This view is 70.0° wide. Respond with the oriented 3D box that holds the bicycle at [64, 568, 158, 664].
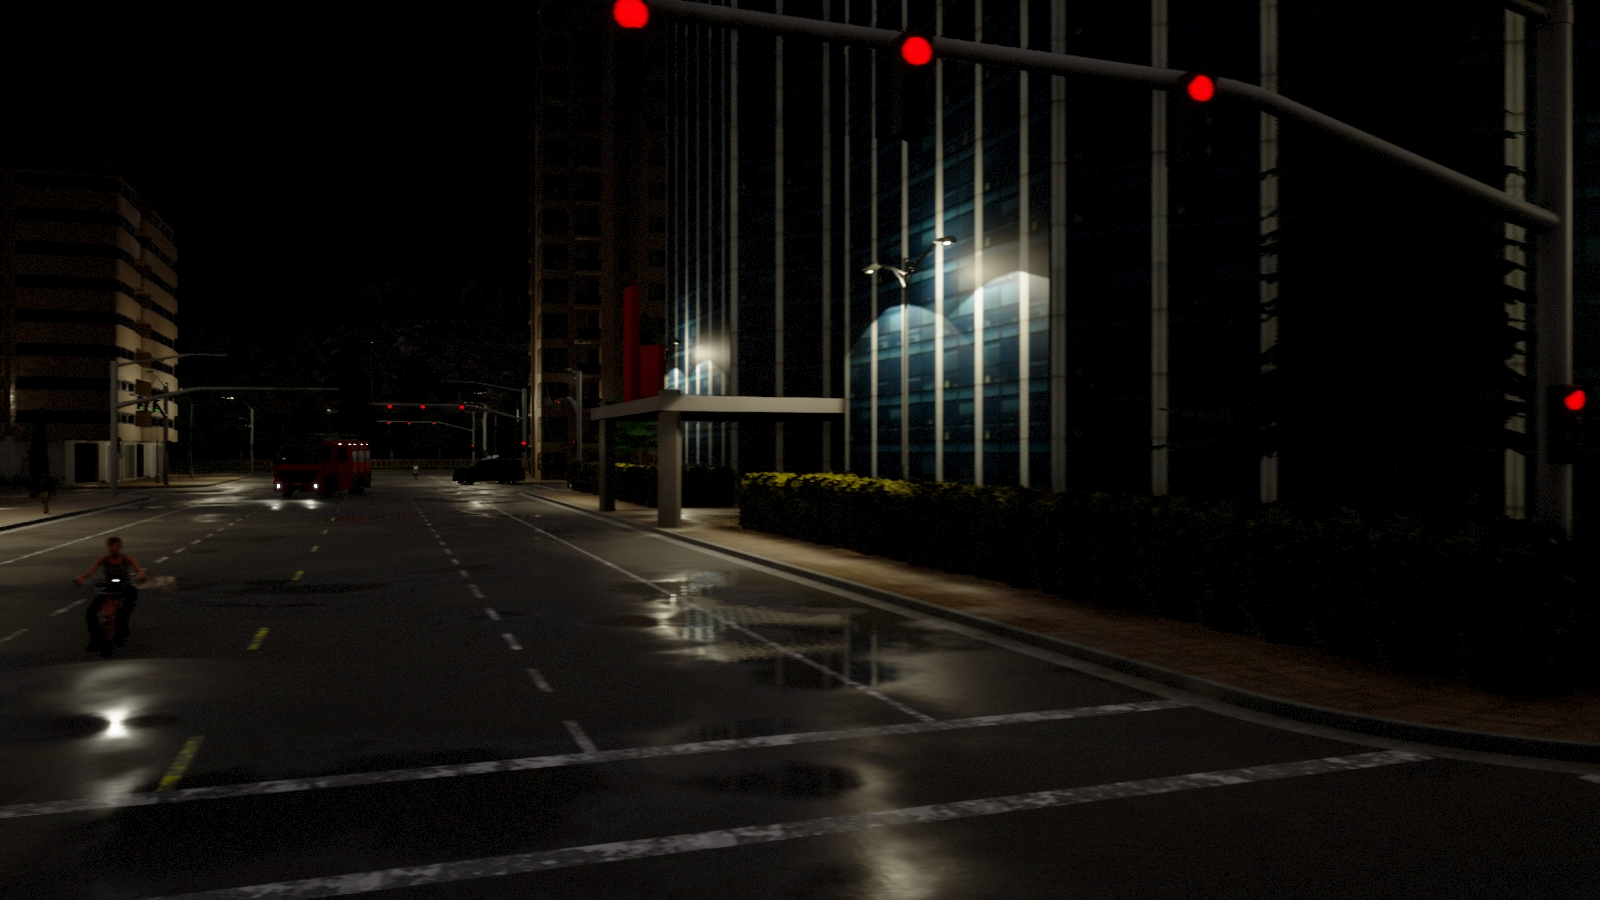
[{"bbox_3d":[-9.498,2.257,15.805,0.859,1.080,1.487,0,0,-21],"label":"bicycle"}]
